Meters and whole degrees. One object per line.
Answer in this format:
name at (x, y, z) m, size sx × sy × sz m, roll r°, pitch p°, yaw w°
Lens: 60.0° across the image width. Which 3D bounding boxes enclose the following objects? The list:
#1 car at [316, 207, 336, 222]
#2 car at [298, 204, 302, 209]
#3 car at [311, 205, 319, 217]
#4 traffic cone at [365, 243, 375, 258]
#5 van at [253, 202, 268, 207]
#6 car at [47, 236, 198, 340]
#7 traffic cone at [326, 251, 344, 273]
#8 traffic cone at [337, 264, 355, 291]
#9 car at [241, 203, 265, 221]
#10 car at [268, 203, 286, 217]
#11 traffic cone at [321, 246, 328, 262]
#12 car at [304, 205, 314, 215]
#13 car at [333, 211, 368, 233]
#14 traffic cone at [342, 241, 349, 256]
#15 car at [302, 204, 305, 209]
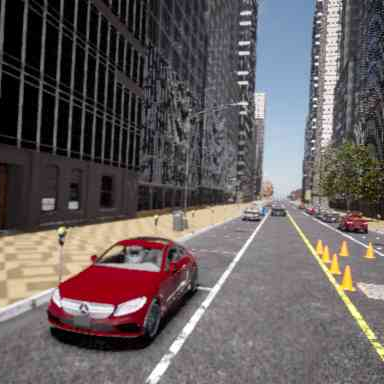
car at (15.652, 2.688, 37.607) m, size 2.008 × 1.369 × 4.403 m, roll 3°, pitch -1°, yaw 15°
car at (27.038, 3.607, 81.691) m, size 1.887 × 1.381 × 4.507 m, roll 3°, pitch 0°, yaw 15°
car at (17.074, 2.807, 43.118) m, size 2.008 × 1.369 × 4.403 m, roll 3°, pitch 0°, yaw 15°
traffic cone at (7.525, 2.465, 14.062) m, size 0.340 × 0.580 × 0.340 m, roll 3°, pitch -1°, yaw 15°
van at (8.982, 2.224, 45.225) m, size 1.690 × 1.788 × 3.998 m, roll 3°, pitch -1°, yaw 15°
car at (-0.991, 1.601, 6.649) m, size 1.802 × 1.307 × 4.206 m, roll 3°, pitch -1°, yaw 15°
traffic cone at (4.592, 2.288, 10.693) m, size 0.340 × 0.580 × 0.340 m, roll 3°, pitch -1°, yaw 15°
traffic cone at (4.092, 2.244, 8.756) m, size 0.340 × 0.580 × 0.340 m, roll 3°, pitch -1°, yaw 15°
car at (6.125, 2.193, 34.202) m, size 2.008 × 1.369 × 4.403 m, roll 3°, pitch -1°, yaw 15°
car at (11.610, 2.569, 44.698) m, size 1.994 × 1.385 × 4.181 m, roll 3°, pitch -1°, yaw 15°
traffic cone at (5.091, 2.332, 12.628) m, size 0.340 × 0.580 × 0.340 m, roll 3°, pitch -1°, yaw 15°
car at (19.927, 2.929, 54.140) m, size 1.967 × 1.590 × 4.097 m, roll 3°, pitch 0°, yaw 15°
car at (12.804, 2.475, 26.587) m, size 1.802 × 1.307 × 4.206 m, roll 3°, pitch -1°, yaw 15°
traffic cone at (6.558, 2.421, 14.313) m, size 0.340 × 0.580 × 0.340 m, roll 3°, pitch -1°, yaw 15°
car at (21.350, 3.045, 59.650) m, size 1.967 × 1.590 × 4.097 m, roll 3°, pitch 0°, yaw 15°
